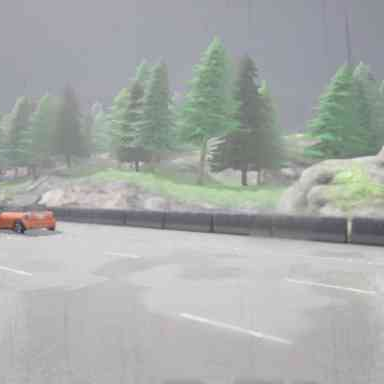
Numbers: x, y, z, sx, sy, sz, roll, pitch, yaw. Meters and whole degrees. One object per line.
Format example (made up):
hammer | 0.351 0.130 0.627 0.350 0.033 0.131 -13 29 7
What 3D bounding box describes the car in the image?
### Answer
car | -10.195 1.453 19.864 4.553 1.767 2.097 0 0 35
